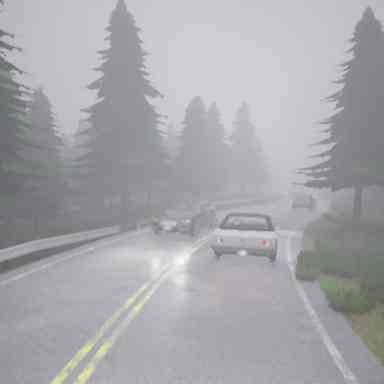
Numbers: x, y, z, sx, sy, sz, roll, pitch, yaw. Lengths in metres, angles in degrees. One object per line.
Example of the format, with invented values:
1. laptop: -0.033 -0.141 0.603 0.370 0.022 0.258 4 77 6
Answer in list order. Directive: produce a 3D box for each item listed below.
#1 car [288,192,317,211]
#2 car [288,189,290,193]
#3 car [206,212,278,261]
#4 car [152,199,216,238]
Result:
1. car: 10.837 0.961 31.908 2.033 1.411 5.357 3 2 26
2. car: 16.660 0.178 52.971 2.150 2.045 5.566 3 2 22
3. car: 1.950 1.353 11.343 1.895 1.301 4.718 2 2 14
4. car: -0.189 1.080 15.246 2.128 1.511 4.902 2 2 18
